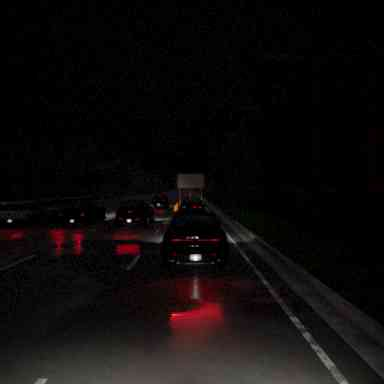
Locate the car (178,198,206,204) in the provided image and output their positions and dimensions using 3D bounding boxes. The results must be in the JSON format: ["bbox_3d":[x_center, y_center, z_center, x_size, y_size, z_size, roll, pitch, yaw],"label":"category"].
[{"bbox_3d":[0.017,1.197,24.139,2.128,1.511,4.902,1,1,1],"label":"car"}]

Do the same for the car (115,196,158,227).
[{"bbox_3d":[-3.464,1.258,20.634,1.837,1.490,4.892,0,1,0],"label":"car"}]

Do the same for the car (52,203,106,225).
[{"bbox_3d":[-6.968,1.342,21.467,1.895,1.301,4.718,0,1,0],"label":"car"}]

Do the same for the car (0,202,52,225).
[{"bbox_3d":[-10.468,1.344,21.372,1.895,1.301,4.718,0,1,0],"label":"car"}]

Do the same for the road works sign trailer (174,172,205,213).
[{"bbox_3d":[-0.121,0.128,27.997,2.380,3.560,2.880,0,1,-3],"label":"road works sign trailer"}]

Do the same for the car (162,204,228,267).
[{"bbox_3d":[0.083,1.374,10.868,1.837,1.490,4.892,0,1,0],"label":"car"}]

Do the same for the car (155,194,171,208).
[{"bbox_3d":[-3.566,1.050,38.040,1.837,1.490,4.892,0,1,0],"label":"car"}]
